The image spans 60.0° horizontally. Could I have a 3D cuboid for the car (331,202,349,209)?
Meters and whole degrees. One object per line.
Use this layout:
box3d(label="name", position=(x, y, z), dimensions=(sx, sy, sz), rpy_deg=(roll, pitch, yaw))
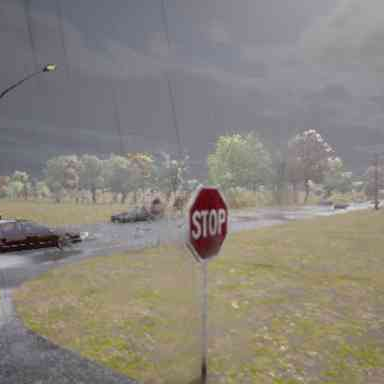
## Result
box3d(label="car", position=(28.995, 2.663, 64.433), dimensions=(1.895, 1.301, 4.718), rpy_deg=(0, -1, 36))

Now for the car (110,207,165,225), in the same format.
box3d(label="car", position=(-4.748, 2.100, 29.742), dimensions=(2.033, 1.411, 5.357), rpy_deg=(0, 0, 36))

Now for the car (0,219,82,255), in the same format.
box3d(label="car", position=(-7.410, 1.876, 14.123), dimensions=(2.033, 1.411, 5.357), rpy_deg=(0, -1, 36))

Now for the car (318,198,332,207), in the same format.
box3d(label="car", position=(32.447, 2.478, 81.149), dimensions=(2.150, 2.045, 5.566), rpy_deg=(0, -1, 36))
